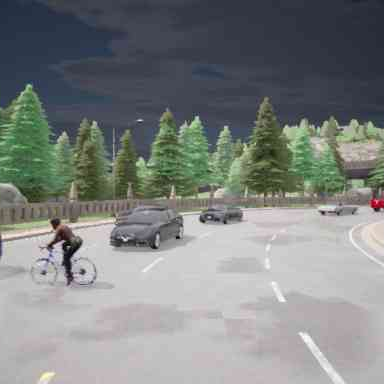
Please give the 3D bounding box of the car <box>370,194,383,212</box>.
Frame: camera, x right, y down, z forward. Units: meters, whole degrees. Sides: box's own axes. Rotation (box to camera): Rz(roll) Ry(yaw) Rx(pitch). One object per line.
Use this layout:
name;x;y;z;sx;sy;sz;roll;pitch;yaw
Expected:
car;22.934;1.221;37.809;5.566;2.045;2.150;0;0;-22

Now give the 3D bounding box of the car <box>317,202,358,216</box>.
car;14.418;1.601;32.720;4.718;1.301;1.895;0;0;-39

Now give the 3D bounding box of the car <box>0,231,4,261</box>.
car;-6.506;1.478;7.439;1.882;1.535;5.008;0;1;6

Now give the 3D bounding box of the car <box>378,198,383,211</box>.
car;21.453;1.547;33.160;5.357;1.411;2.033;0;0;-29

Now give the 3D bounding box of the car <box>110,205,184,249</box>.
car;-1.789;1.503;14.666;1.837;1.490;4.892;0;1;17

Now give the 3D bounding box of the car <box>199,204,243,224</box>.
car;2.218;1.564;24.608;1.994;1.385;4.181;0;0;31

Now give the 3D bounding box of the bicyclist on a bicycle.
bicyclist on a bicycle;-3.079;1.454;7.926;1.656;1.620;0.582;-2;0;6

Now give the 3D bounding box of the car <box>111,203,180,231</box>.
car;-2.883;1.547;22.079;2.033;1.411;5.357;0;0;24
